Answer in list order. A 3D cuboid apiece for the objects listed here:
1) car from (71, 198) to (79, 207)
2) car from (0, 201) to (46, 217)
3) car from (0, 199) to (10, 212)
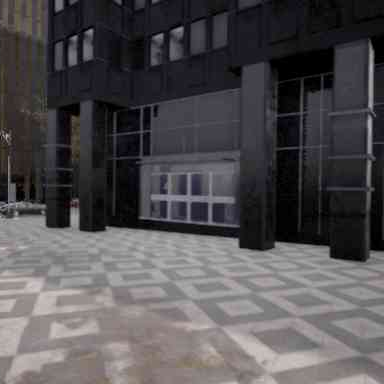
[{"bbox_3d":[-16.491,1.539,45.920,1.802,1.307,4.206,1,1,36],"label":"car"},{"bbox_3d":[-16.019,1.652,31.998,2.008,1.369,4.403,1,1,36],"label":"car"},{"bbox_3d":[-22.939,1.509,36.976,1.947,1.339,4.313,1,1,36],"label":"car"}]
